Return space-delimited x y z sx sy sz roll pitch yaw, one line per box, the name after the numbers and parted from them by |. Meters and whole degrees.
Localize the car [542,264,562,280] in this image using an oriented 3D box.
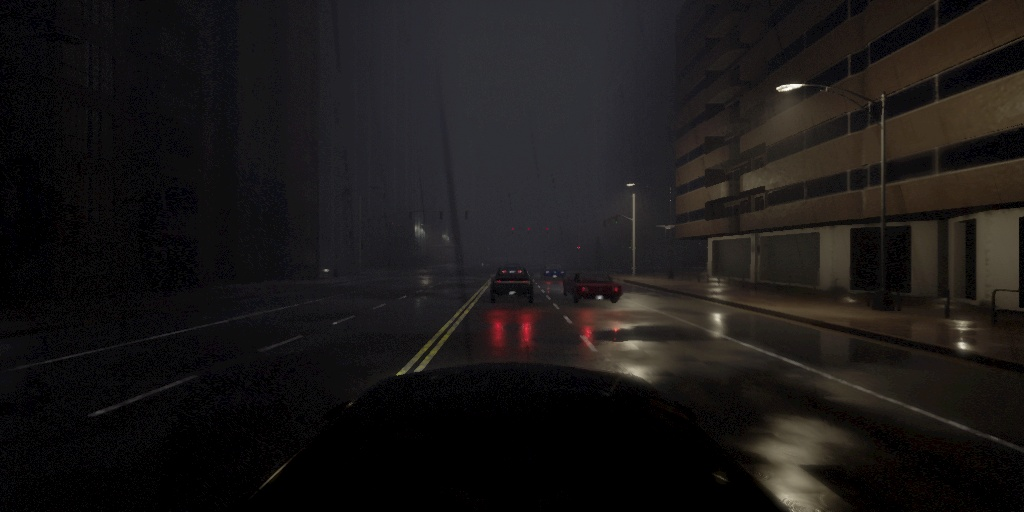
3.500 1.365 31.530 1.895 1.301 4.718 0 0 0 | car

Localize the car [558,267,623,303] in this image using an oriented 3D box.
3.500 1.365 16.530 1.895 1.301 4.718 0 0 0 | car

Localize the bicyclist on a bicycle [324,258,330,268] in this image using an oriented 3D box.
-28.773 1.049 55.860 0.582 1.620 1.656 0 0 1 | bicyclist on a bicycle

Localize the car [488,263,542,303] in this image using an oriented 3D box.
0.000 1.244 16.500 2.128 1.511 4.902 0 0 0 | car
